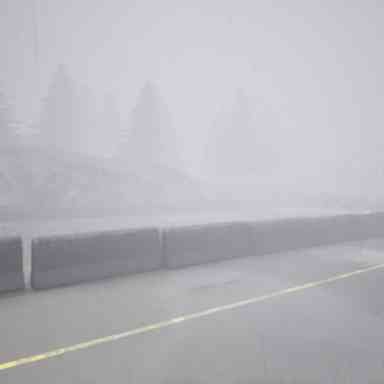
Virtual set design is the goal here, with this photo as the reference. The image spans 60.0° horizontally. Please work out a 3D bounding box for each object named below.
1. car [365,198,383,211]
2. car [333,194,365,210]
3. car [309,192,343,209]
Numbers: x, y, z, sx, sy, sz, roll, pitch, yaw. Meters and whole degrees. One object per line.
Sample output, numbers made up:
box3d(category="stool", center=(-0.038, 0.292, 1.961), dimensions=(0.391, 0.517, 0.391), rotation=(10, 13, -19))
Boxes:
box3d(category="car", center=(21.264, 1.336, 36.328), dimensions=(4.674, 1.442, 1.812), rotation=(-1, 0, -35))
box3d(category="car", center=(19.207, 1.288, 39.159), dimensions=(5.008, 1.535, 1.882), rotation=(-1, 0, -35))
box3d(category="car", center=(17.150, 1.033, 41.992), dimensions=(5.566, 2.045, 2.150), rotation=(-1, 0, -35))
